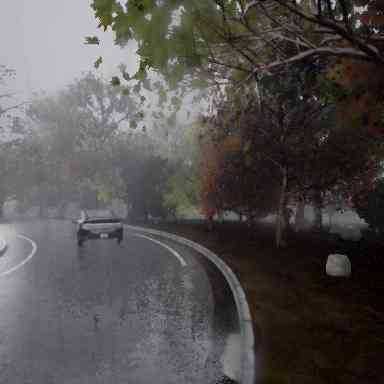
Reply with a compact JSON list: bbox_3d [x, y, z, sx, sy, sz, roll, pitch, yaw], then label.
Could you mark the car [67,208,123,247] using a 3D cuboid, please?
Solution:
[{"bbox_3d":[-4.523,1.491,15.270,2.128,1.511,4.902,0,0,-26],"label":"car"}]
